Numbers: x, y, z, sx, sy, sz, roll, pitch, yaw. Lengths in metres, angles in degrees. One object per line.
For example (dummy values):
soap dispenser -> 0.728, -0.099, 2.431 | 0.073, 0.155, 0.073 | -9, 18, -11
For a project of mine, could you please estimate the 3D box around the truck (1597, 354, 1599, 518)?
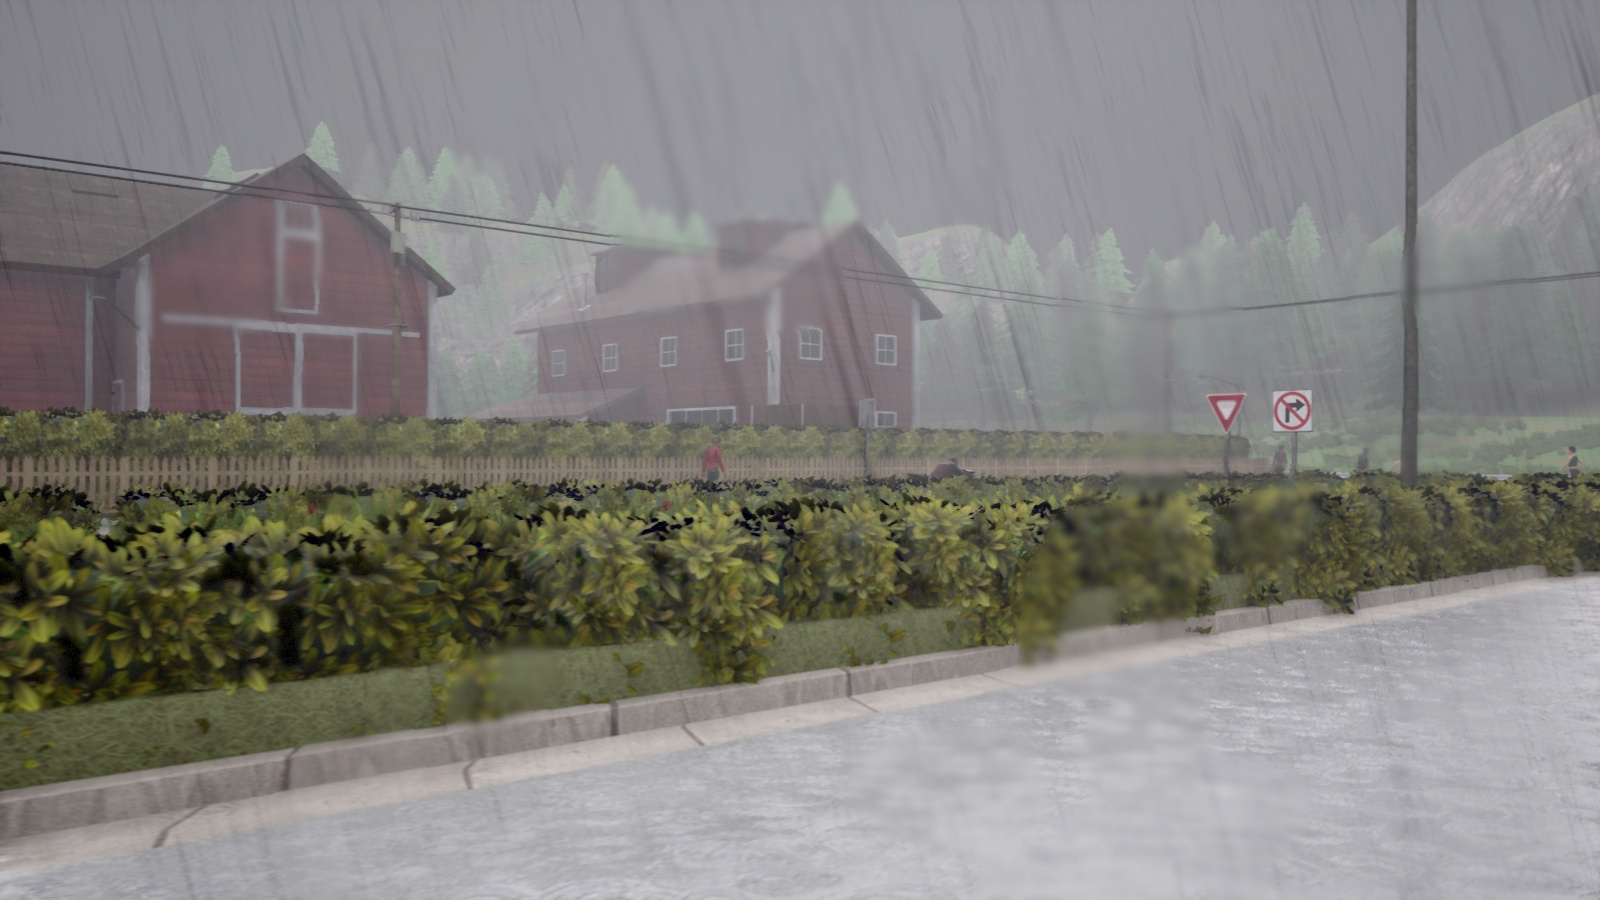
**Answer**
truck -> 20.364, -0.345, 25.241 | 2.891, 3.827, 8.468 | 0, 0, -4

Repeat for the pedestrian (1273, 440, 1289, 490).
pedestrian -> 17.707, 0.557, 46.202 | 0.331, 1.846, 0.634 | 0, 0, 44

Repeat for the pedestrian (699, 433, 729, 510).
pedestrian -> -2.065, 0.516, 30.209 | 0.636, 1.846, 0.331 | 0, 0, -41

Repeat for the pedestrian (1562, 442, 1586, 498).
pedestrian -> 25.516, 0.660, 41.402 | 0.345, 1.836, 0.594 | 0, 0, -33

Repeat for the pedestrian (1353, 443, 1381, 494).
pedestrian -> 21.269, 0.686, 47.117 | 0.849, 1.883, 0.563 | 0, 0, 38

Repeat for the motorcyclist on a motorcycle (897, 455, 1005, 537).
motorcyclist on a motorcycle -> 2.984, 0.870, 24.687 | 2.191, 1.530, 0.866 | 0, 0, -41
